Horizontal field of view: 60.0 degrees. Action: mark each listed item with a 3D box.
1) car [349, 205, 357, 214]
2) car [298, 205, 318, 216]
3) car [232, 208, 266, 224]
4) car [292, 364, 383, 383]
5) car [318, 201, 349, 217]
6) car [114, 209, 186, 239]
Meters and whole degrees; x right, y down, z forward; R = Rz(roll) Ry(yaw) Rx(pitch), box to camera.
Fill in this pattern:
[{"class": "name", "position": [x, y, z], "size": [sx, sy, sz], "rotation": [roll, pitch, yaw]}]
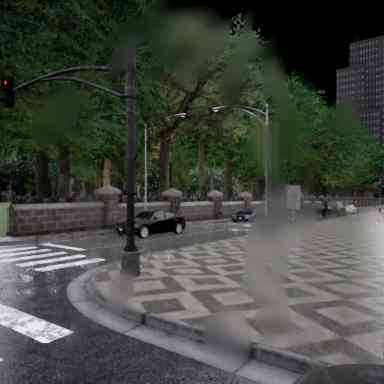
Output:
[{"class": "car", "position": [25.294, 2.770, 53.468], "size": [1.812, 1.442, 4.674], "rotation": [0, -1, 35]}, {"class": "car", "position": [16.489, 2.563, 46.439], "size": [2.033, 1.411, 5.357], "rotation": [0, -1, 36]}, {"class": "car", "position": [5.396, 2.176, 30.958], "size": [1.994, 1.385, 4.181], "rotation": [0, -1, 35]}, {"class": "car", "position": [2.390, 1.551, 1.252], "size": [4.403, 1.369, 2.008], "rotation": [0, 0, 36]}, {"class": "car", "position": [19.155, 2.237, 44.813], "size": [2.150, 2.045, 5.566], "rotation": [0, -1, 35]}, {"class": "car", "position": [-2.390, 1.812, 19.982], "size": [1.882, 1.535, 5.008], "rotation": [0, -1, 36]}]
